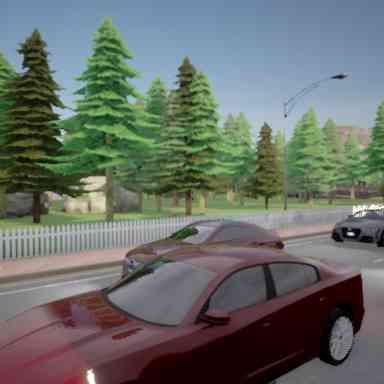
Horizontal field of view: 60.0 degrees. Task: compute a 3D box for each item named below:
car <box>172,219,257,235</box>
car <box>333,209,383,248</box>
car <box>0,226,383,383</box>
[{"bbox_3d":[0.510,1.479,8.723,4.674,1.442,1.812,-1,0,-37],"label":"car"},{"bbox_3d":[7.765,1.432,14.121,4.181,1.385,1.994,-1,0,-37],"label":"car"},{"bbox_3d":[0.206,1.457,4.160,5.008,1.535,1.882,0,0,-37],"label":"car"}]
